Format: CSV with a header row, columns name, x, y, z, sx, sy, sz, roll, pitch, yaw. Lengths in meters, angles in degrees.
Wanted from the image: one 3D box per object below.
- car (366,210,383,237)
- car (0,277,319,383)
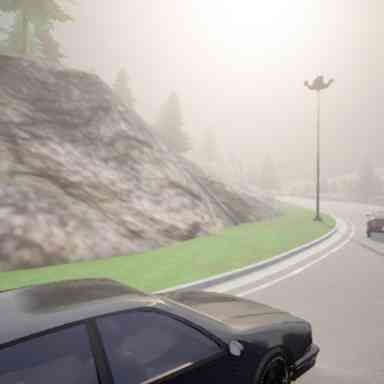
name,x,y,z,sx,sy,sz,roll,pitch,yaw
car,11.092,1.749,19.097,1.812,1.442,4.674,0,-1,29
car,-1.002,1.567,2.934,5.357,1.411,2.033,1,-1,-41
